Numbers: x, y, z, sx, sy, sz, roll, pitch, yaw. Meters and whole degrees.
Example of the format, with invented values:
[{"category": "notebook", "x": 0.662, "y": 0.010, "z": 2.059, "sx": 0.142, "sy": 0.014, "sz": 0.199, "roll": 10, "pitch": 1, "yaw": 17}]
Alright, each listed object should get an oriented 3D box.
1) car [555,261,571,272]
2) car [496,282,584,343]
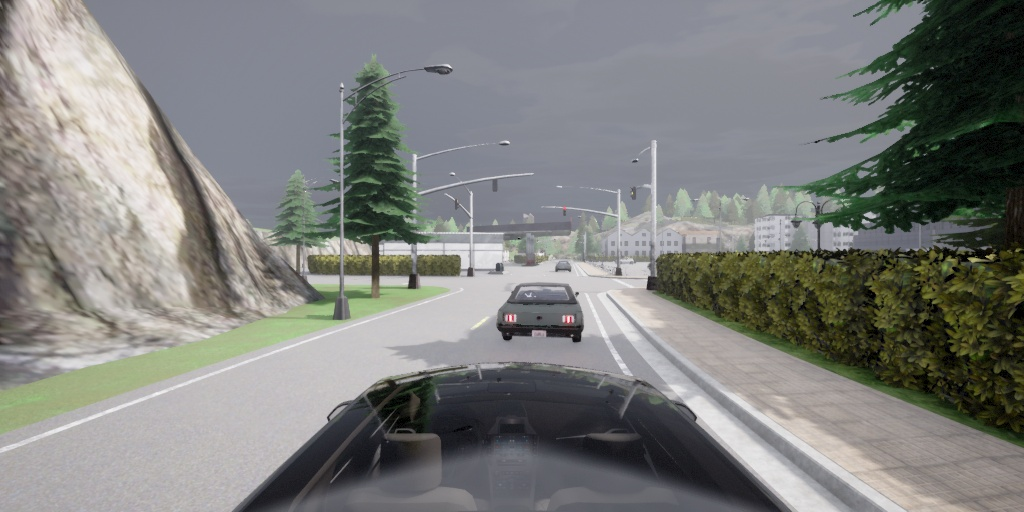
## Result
[{"category": "car", "x": 6.565, "y": 1.314, "z": 45.823, "sx": 1.994, "sy": 1.385, "sz": 4.181, "roll": 0, "pitch": 0, "yaw": 9}, {"category": "car", "x": 0.882, "y": 1.351, "z": 9.751, "sx": 1.895, "sy": 1.301, "sz": 4.718, "roll": 0, "pitch": 0, "yaw": 8}]
